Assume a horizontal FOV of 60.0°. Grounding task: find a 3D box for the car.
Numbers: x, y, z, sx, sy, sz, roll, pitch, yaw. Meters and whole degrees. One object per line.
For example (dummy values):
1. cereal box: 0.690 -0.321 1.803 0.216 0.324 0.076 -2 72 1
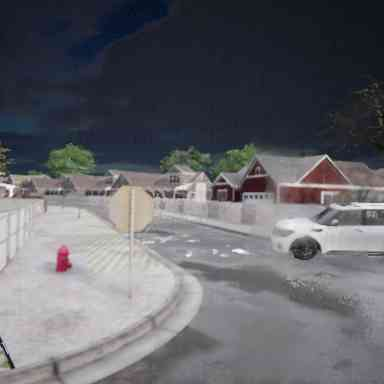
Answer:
1. car: 5.726 1.426 11.926 5.566 2.045 2.150 0 3 10
